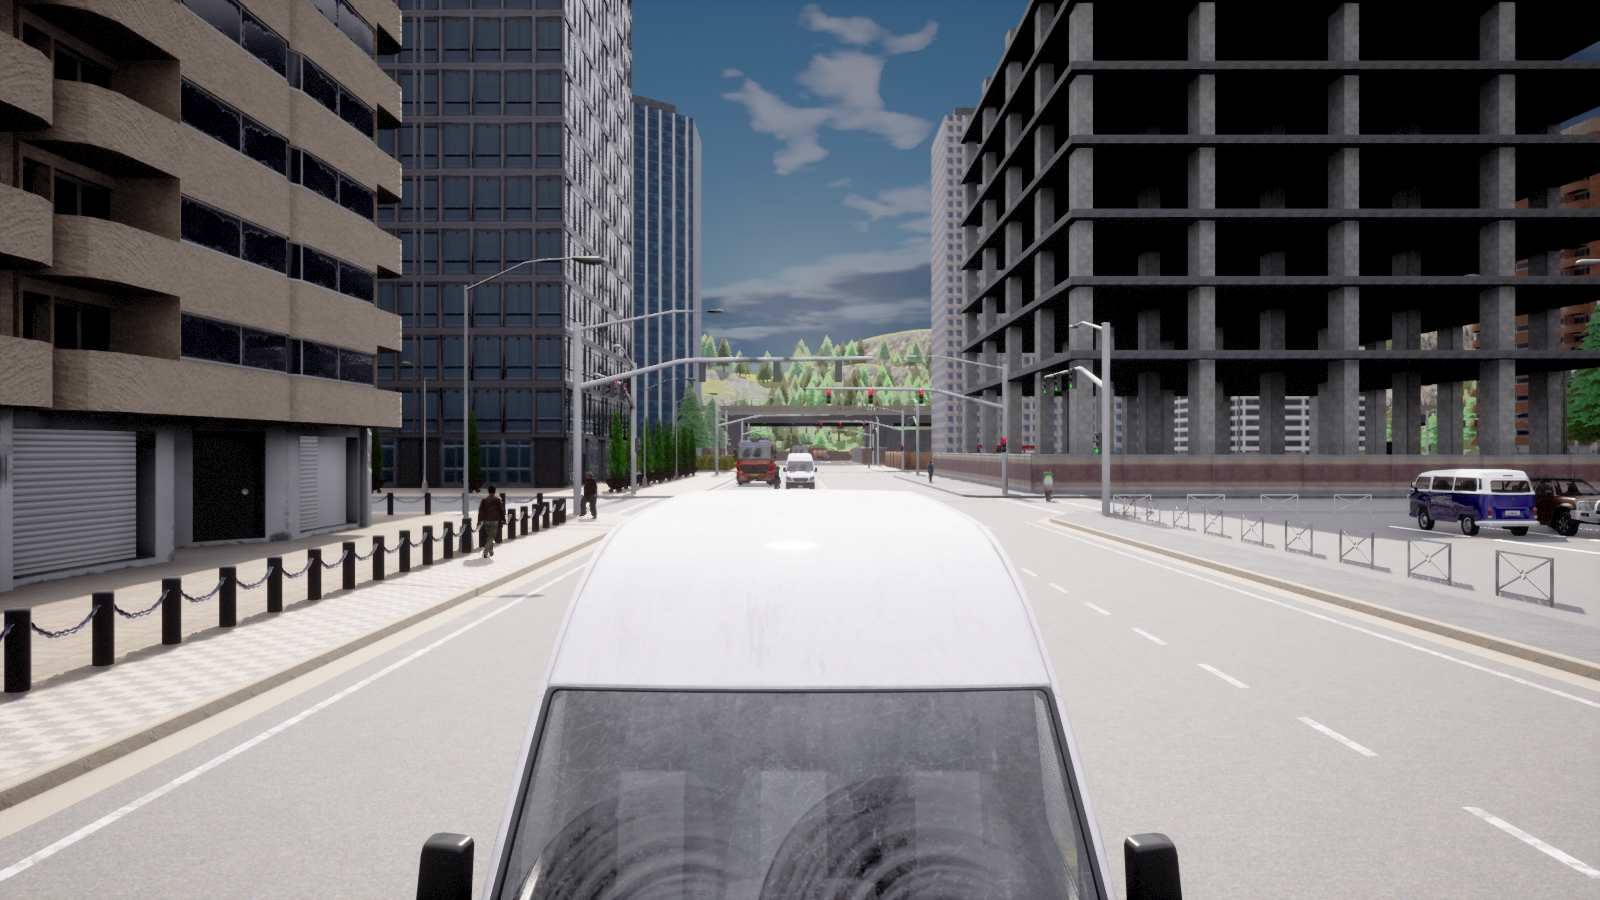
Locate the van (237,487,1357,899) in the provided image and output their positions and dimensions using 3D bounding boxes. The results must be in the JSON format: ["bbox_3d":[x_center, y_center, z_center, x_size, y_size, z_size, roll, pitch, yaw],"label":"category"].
[{"bbox_3d":[-0.002,1.534,4.985,1.988,2.561,5.915,0,0,0],"label":"van"}]

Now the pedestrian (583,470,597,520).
[{"bbox_3d":[-7.954,1.696,43.238,0.375,1.860,0.375,0,0,36],"label":"pedestrian"}]

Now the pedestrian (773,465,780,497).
[{"bbox_3d":[-1.390,1.848,67.578,0.375,1.860,0.375,0,0,2],"label":"pedestrian"}]

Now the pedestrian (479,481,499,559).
[{"bbox_3d":[-7.516,1.697,27.663,0.375,1.860,0.375,0,0,1],"label":"pedestrian"}]

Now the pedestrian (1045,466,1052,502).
[{"bbox_3d":[13.162,1.793,60.511,0.375,1.860,0.375,0,0,7],"label":"pedestrian"}]
